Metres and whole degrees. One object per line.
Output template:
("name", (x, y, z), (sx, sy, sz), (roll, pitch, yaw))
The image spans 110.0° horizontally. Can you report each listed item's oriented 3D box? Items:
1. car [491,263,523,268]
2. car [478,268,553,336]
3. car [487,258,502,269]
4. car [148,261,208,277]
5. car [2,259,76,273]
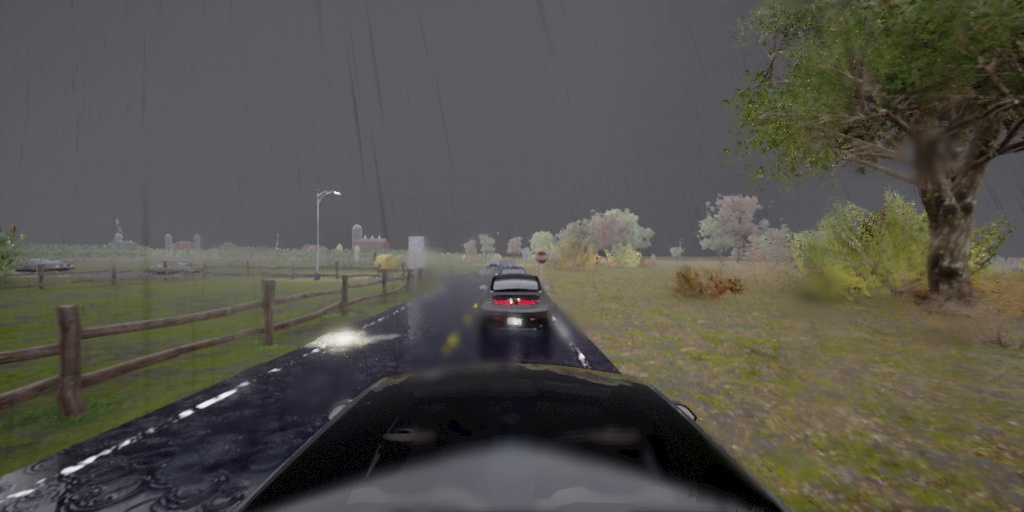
("car", (0.052, 1.305, 20.070), (2.033, 1.411, 5.357), (0, 0, -1))
("car", (0.089, 1.255, 10.442), (1.837, 1.490, 4.892), (0, -1, 0))
("car", (-2.902, 1.159, 57.431), (2.097, 1.767, 4.553), (0, 0, 0))
("car", (-30.320, 1.151, 32.660), (4.181, 1.385, 1.994), (0, 1, -1))
("car", (-46.600, 0.990, 35.361), (5.357, 1.411, 2.033), (0, 1, 0))
